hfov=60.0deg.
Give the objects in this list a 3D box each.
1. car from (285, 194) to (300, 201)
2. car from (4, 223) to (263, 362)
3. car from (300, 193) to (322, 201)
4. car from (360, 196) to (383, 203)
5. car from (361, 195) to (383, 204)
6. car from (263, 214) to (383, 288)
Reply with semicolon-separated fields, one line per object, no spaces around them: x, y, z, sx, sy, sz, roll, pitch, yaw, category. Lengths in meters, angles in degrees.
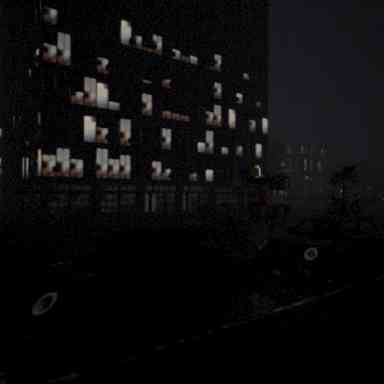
23.203;1.272;75.590;1.967;1.590;4.097;0;0;-35;car
-0.960;1.424;5.823;4.097;1.590;1.967;0;1;-35;car
26.388;1.121;71.043;2.192;1.841;5.009;0;0;-35;car
33.384;1.332;61.005;1.802;1.307;4.206;0;0;-35;car
28.794;1.110;52.456;1.967;1.590;4.097;0;0;-35;car
3.642;1.387;9.094;4.097;1.590;1.967;0;1;-35;car
